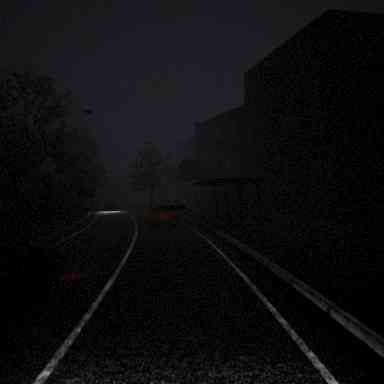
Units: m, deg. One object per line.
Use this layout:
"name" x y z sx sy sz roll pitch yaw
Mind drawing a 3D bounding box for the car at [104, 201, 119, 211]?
"car" -11.636 2.030 48.142 1.994 1.385 4.181 -1 0 -14

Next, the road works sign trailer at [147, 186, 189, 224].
"road works sign trailer" -1.829 0.947 23.384 2.380 2.880 3.560 -1 0 -16

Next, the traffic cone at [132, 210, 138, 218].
"traffic cone" -5.414 2.204 32.253 0.340 0.580 0.340 -1 0 -13

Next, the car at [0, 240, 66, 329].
"car" -3.833 1.603 5.697 2.033 1.411 5.357 0 0 -3
